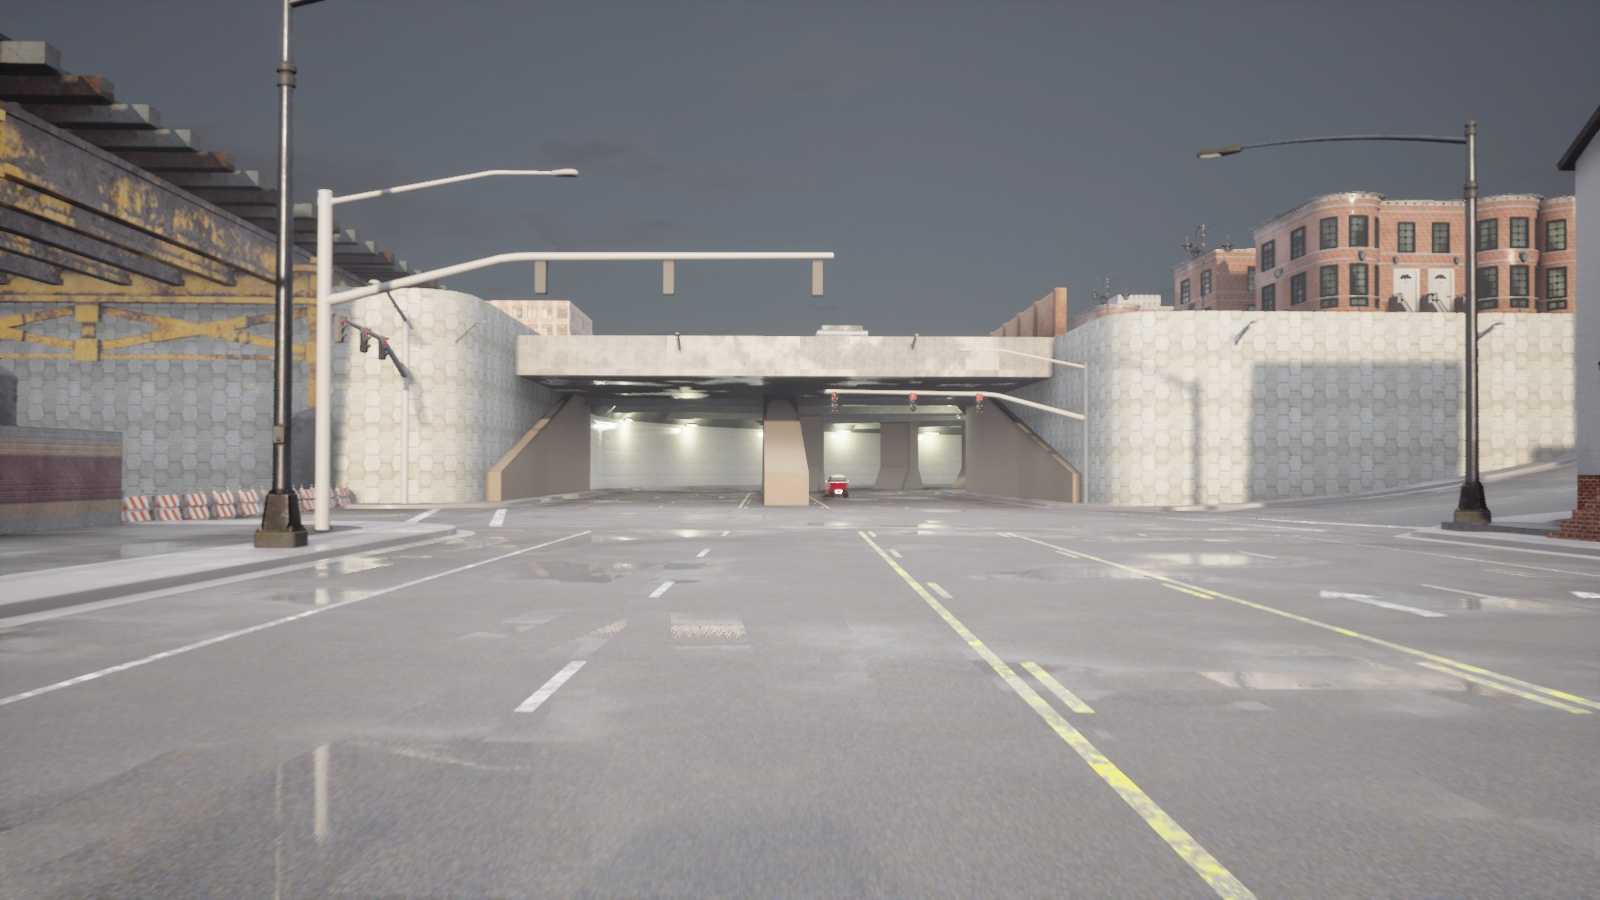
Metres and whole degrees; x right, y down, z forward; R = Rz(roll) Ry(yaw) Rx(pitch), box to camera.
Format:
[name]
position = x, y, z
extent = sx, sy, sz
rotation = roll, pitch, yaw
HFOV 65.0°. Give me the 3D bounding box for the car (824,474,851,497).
[car]
position = 2.248, 2.119, 75.194
extent = 1.481, 1.376, 2.207
rotation = 0, -1, -2
